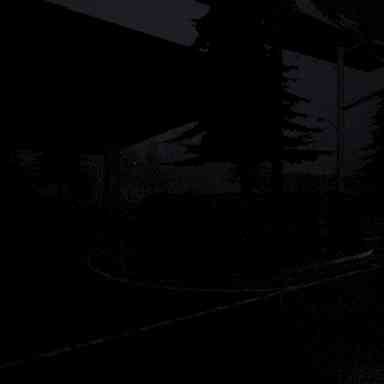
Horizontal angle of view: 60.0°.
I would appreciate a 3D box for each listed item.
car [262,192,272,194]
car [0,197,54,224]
[{"bbox_3d":[6.216,1.044,28.679,2.150,2.045,5.566,0,1,-34],"label":"car"},{"bbox_3d":[-11.987,1.312,23.469,3.866,1.878,1.905,0,0,-36],"label":"car"}]
